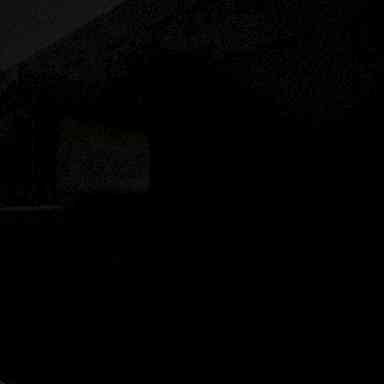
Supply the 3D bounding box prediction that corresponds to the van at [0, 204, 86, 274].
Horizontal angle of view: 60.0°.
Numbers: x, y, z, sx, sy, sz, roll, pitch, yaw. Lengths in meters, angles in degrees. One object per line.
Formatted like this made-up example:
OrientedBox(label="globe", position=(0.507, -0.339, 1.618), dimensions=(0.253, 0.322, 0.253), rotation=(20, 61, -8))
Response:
OrientedBox(label="van", position=(-4.962, 1.361, 8.965), dimensions=(1.878, 1.987, 4.442), rotation=(-2, -1, 35))
